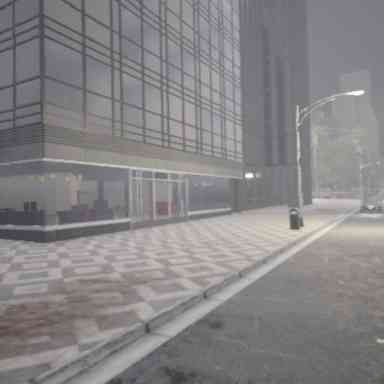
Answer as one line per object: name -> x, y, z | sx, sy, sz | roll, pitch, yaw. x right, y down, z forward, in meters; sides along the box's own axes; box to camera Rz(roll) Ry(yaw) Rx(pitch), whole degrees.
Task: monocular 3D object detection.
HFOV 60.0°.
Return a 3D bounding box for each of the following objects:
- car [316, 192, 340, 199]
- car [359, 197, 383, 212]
car -> 35.373, 1.221, 86.720 | 4.403, 1.369, 2.008 | -1, -1, 31
car -> 18.783, 1.312, 34.862 | 2.128, 1.511, 4.902 | -2, -1, 30
